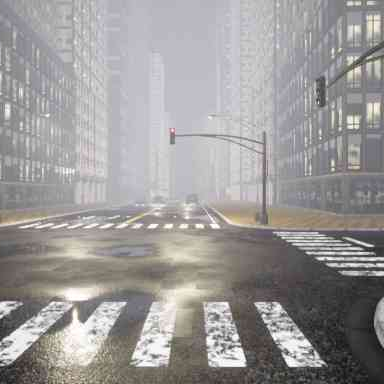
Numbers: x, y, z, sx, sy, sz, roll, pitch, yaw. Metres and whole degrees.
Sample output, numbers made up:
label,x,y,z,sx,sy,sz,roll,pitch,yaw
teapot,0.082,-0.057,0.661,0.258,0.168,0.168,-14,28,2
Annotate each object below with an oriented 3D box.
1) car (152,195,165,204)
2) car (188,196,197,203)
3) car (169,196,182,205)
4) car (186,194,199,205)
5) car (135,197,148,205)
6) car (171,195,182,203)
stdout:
label,x,y,z,sx,sy,sz,roll,pitch,yaw
car,-6.403,1.468,64.340,2.097,1.767,4.553,0,0,0
car,0.107,1.541,70.550,1.994,1.385,4.181,0,0,0
car,-3.159,1.702,60.167,1.895,1.301,4.718,0,0,0
car,0.091,1.323,60.163,2.150,2.045,5.566,0,0,0
car,-9.653,1.664,64.314,2.033,1.411,5.357,0,0,0
car,-3.144,1.495,70.138,2.128,1.511,4.902,0,0,0
